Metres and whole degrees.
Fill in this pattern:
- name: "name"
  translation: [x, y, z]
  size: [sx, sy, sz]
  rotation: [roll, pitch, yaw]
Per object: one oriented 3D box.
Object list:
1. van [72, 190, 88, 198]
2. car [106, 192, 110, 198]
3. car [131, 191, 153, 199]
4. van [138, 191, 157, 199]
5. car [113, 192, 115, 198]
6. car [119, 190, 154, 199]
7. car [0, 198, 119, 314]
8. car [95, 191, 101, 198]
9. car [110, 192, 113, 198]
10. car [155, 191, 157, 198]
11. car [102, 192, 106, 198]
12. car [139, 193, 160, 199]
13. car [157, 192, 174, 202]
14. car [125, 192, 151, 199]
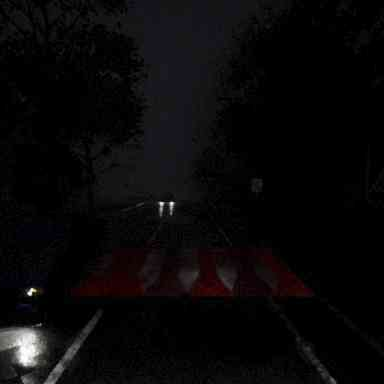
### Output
- name: "van"
  translation: [-24.108, 0.509, 67.304]
  size: [4.442, 1.987, 1.878]
  rotation: [0, -1, 0]
- name: "car"
  translation: [-24.122, 1.004, 83.913]
  size: [5.008, 1.535, 2.097]
  rotation: [0, -1, 0]
- name: "car"
  translation: [-10.988, 0.676, 72.857]
  size: [4.553, 1.767, 2.185]
  rotation: [0, -1, 0]
- name: "van"
  translation: [-11.164, 0.769, 83.956]
  size: [4.442, 1.987, 1.878]
  rotation: [0, -1, 0]
- name: "car"
  translation: [-24.168, 1.106, 89.578]
  size: [4.892, 1.521, 2.231]
  rotation: [0, -1, 0]
- name: "car"
  translation: [-10.702, 0.698, 64.540]
  size: [5.366, 1.575, 1.946]
  rotation: [0, -1, 0]
- name: "car"
  translation: [-3.425, 1.288, 8.096]
  size: [2.033, 1.411, 5.357]
  rotation: [0, 7, -1]
- name: "car"
  translation: [-24.054, 0.860, 75.728]
  size: [4.892, 1.521, 2.231]
  rotation: [0, -1, 0]
- name: "car"
  translation: [-24.146, 1.055, 86.808]
  size: [5.008, 1.535, 2.097]
  rotation: [0, -1, 0]
- name: "car"
  translation: [-10.951, 0.597, 75.631]
  size: [5.566, 2.045, 2.435]
  rotation: [0, -1, 0]
- name: "car"
  translation: [-24.074, 0.832, 81.270]
  size: [4.553, 1.767, 2.185]
  rotation: [0, -1, 0]
- name: "car"
  translation: [-11.076, 1.044, 86.729]
  size: [5.008, 1.535, 2.097]
  rotation: [0, -1, 0]
- name: "car"
  translation: [-3.755, 0.728, 50.367]
  size: [1.837, 1.490, 4.892]
  rotation: [0, 0, 0]
- name: "car"
  translation: [-10.916, 0.727, 67.307]
  size: [4.892, 1.521, 2.231]
  rotation: [0, -1, 0]
